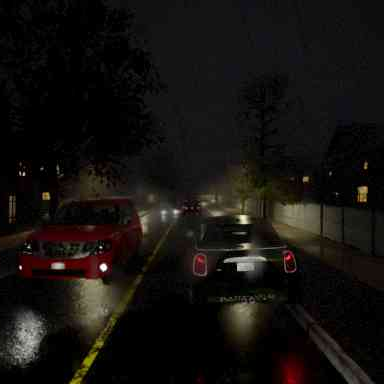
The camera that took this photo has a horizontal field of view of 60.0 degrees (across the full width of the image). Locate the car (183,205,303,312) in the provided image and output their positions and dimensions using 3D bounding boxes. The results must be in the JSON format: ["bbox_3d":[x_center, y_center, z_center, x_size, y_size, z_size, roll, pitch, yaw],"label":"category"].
[{"bbox_3d":[0.927,1.324,7.887,2.097,1.767,4.553,-2,0,0],"label":"car"}]

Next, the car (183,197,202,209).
[{"bbox_3d":[0.048,1.571,33.966,2.033,1.411,5.357,0,0,1],"label":"car"}]

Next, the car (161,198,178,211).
[{"bbox_3d":[-2.773,1.537,42.476,1.837,1.490,4.892,0,0,0],"label":"car"}]

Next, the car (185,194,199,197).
[{"bbox_3d":[0.007,1.257,44.618,2.150,2.045,5.566,0,0,1],"label":"car"}]

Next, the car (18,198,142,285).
[{"bbox_3d":[-2.855,1.227,9.859,2.150,2.045,5.566,0,0,0],"label":"car"}]
